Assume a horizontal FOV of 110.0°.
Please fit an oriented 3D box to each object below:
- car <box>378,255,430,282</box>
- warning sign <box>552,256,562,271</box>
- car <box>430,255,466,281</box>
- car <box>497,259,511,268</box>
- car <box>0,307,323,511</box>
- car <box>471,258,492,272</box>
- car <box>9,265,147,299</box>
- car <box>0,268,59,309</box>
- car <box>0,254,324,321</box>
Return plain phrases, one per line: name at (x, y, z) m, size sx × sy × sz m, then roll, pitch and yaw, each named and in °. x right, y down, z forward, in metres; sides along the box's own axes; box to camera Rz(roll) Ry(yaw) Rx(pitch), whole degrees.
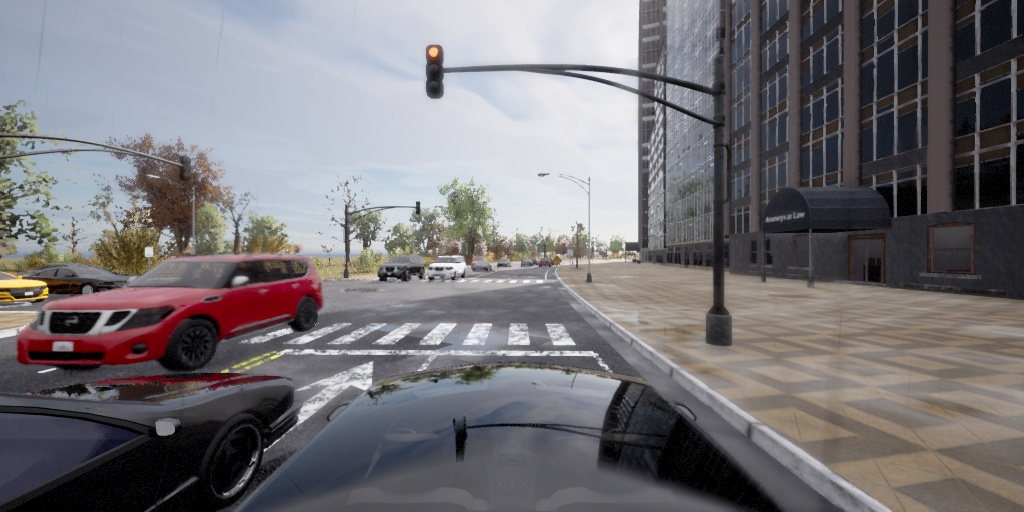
car at (-8.718, 0.969, 28.880) m, size 2.150 × 2.045 × 5.566 m, roll 0°, pitch 0°, yaw 5°
warning sign at (5.511, 0.868, 43.966) m, size 1.300 × 1.860 × 1.060 m, roll 0°, pitch 0°, yaw 7°
car at (-5.354, 0.968, 30.162) m, size 2.150 × 2.045 × 5.566 m, roll 0°, pitch 0°, yaw 5°
car at (-1.363, 1.258, 61.857) m, size 1.837 × 1.490 × 4.892 m, roll 0°, pitch 0°, yaw 10°
car at (-3.127, 1.298, 1.264) m, size 2.033 × 1.411 × 5.357 m, roll 0°, pitch 0°, yaw 1°
car at (-3.759, 1.274, 45.561) m, size 1.812 × 1.442 × 4.674 m, roll 0°, pitch 0°, yaw 7°
car at (-21.836, 1.275, 18.162) m, size 5.008 × 1.535 × 1.882 m, roll 0°, pitch 0°, yaw 4°
car at (-22.477, 1.288, 14.941) m, size 5.008 × 1.535 × 1.882 m, roll 0°, pitch 0°, yaw 3°
car at (-6.495, 0.970, 8.002) m, size 2.150 × 2.045 × 5.566 m, roll 0°, pitch 0°, yaw 1°
